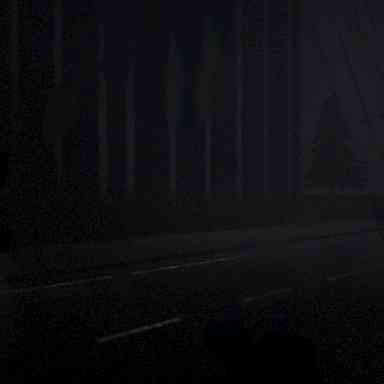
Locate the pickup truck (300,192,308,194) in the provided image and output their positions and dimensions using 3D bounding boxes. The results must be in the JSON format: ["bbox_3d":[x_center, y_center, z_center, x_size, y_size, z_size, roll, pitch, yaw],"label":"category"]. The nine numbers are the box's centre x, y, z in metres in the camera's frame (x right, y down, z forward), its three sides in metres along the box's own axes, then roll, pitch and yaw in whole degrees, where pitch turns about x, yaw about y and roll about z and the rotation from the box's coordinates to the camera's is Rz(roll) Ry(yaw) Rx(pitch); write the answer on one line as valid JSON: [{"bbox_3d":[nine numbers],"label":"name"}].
[{"bbox_3d":[25.112,1.056,75.217,2.390,2.098,6.274,0,0,-6],"label":"pickup truck"}]
